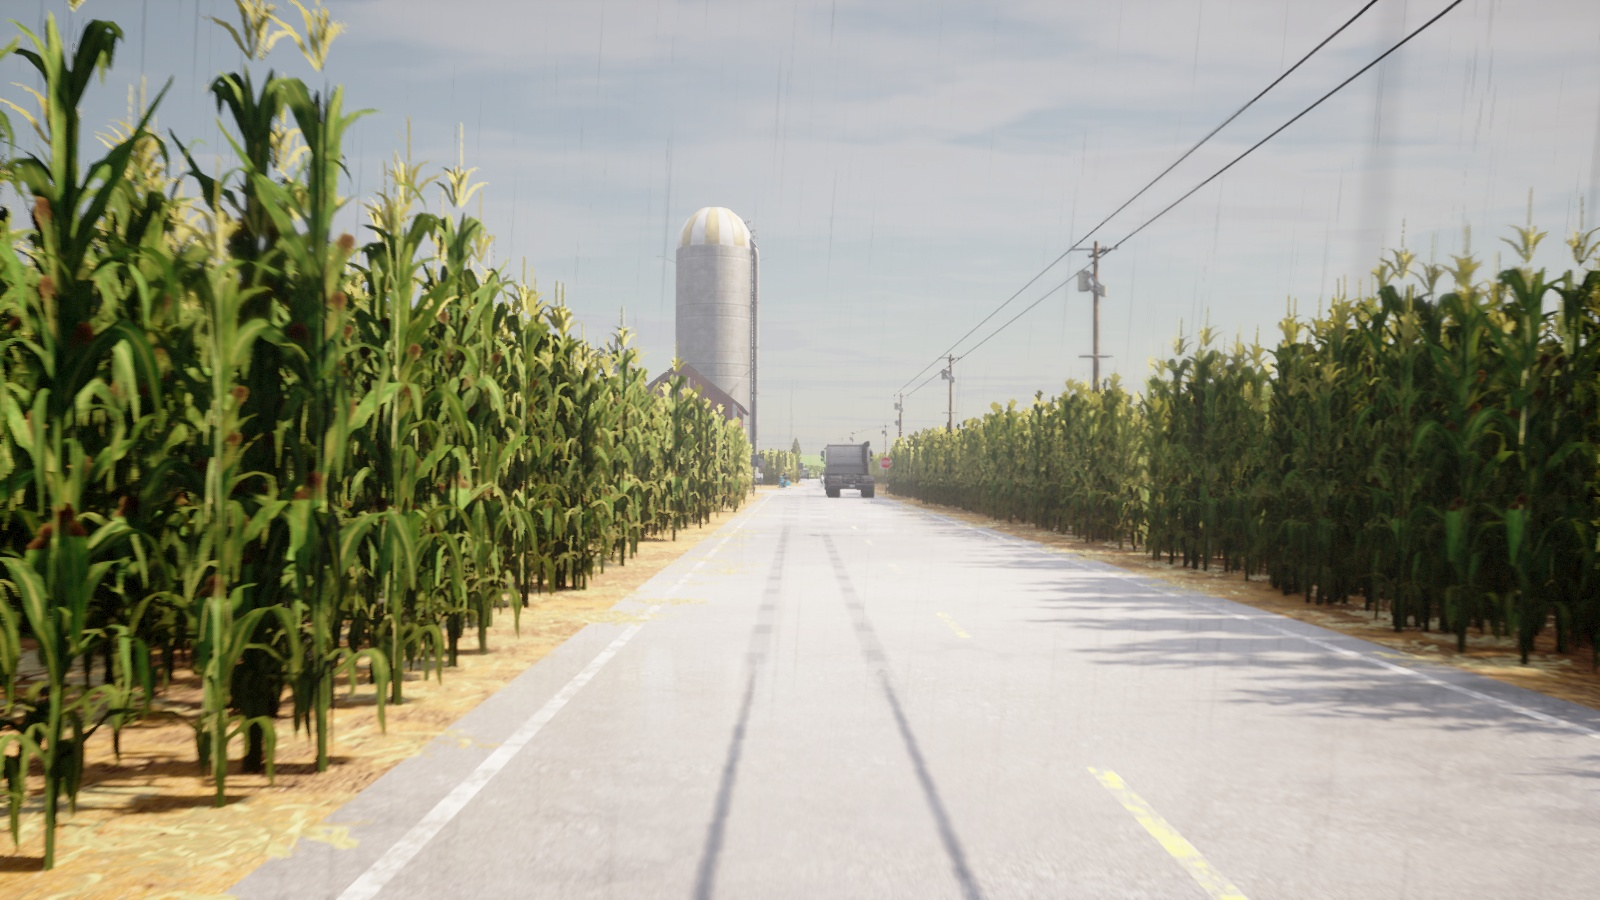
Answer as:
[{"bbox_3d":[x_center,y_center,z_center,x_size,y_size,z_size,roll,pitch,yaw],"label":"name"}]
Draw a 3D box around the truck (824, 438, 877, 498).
[{"bbox_3d":[3.020,1.115,77.340,2.891,3.462,7.936,0,-1,0],"label":"truck"}]
